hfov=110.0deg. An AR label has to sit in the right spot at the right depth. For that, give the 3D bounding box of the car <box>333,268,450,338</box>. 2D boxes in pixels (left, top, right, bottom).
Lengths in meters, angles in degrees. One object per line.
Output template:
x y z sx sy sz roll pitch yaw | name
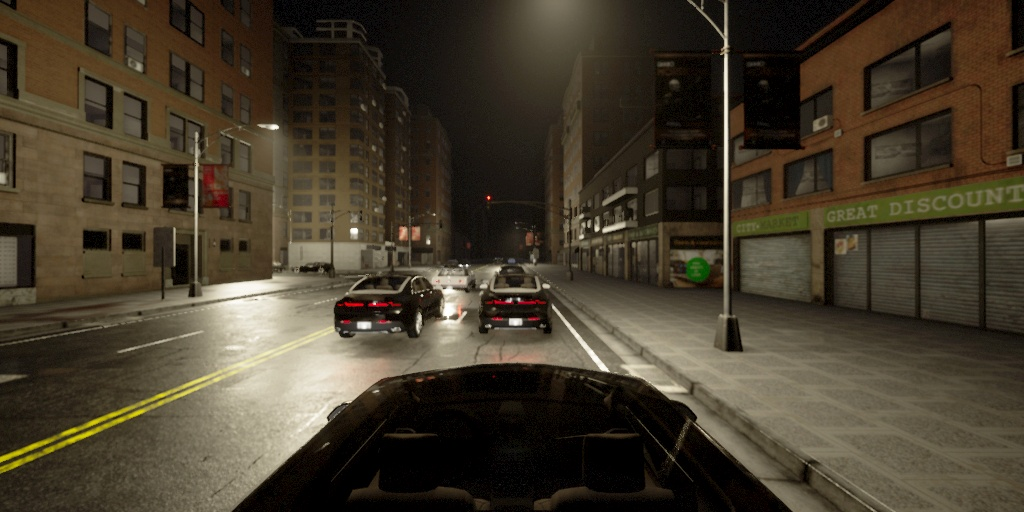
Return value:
-3.158 1.242 10.073 1.837 1.490 4.892 0 0 0 | car

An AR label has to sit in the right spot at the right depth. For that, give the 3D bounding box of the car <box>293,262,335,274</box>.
-22.182 1.288 40.209 4.313 1.339 1.948 0 0 0 | car

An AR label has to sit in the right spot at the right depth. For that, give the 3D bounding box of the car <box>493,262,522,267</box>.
-0.013 1.251 19.773 1.812 1.442 4.674 0 0 0 | car

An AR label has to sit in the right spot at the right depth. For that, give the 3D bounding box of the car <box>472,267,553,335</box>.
0.092 1.242 10.516 1.837 1.490 4.892 0 0 0 | car

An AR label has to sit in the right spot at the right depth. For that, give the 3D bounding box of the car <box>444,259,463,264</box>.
-9.872 1.234 58.643 2.033 1.411 5.357 0 0 0 | car

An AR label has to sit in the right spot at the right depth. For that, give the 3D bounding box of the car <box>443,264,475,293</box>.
-3.167 1.325 20.423 1.895 1.301 4.718 0 0 0 | car

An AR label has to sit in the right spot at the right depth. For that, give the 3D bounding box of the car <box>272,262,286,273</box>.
-27.844 1.273 40.230 4.403 1.370 2.007 0 0 0 | car
